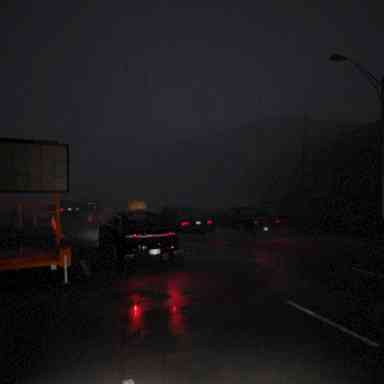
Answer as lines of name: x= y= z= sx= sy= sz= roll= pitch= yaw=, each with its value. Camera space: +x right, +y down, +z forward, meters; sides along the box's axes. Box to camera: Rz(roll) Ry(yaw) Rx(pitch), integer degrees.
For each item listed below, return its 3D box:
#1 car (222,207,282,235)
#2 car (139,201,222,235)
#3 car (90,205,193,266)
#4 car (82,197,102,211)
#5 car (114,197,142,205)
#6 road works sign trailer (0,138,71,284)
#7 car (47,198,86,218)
car: x=2.616 y=1.477 z=18.116 sx=1.895 sy=1.301 sz=4.718 roll=0 pitch=0 yaw=-26
car: x=-0.833 y=1.435 z=17.277 sx=2.033 sy=1.411 sz=5.357 roll=0 pitch=0 yaw=-26
car: x=-2.003 y=1.419 z=11.439 sx=2.128 sy=1.511 sz=4.902 roll=0 pitch=0 yaw=-24
car: x=-10.640 y=1.286 z=33.865 sx=2.128 sy=1.511 sz=4.902 roll=0 pitch=0 yaw=-34
car: x=-6.369 y=1.266 z=33.795 sx=1.882 sy=1.535 sz=5.008 roll=0 pitch=0 yaw=-33
road works sign trailer: x=-4.535 y=0.413 z=8.794 sx=2.380 sy=3.560 sz=2.880 roll=0 pitch=0 yaw=-26
car: x=-10.848 y=1.381 z=27.950 sx=2.033 sy=1.411 sz=5.357 roll=0 pitch=0 yaw=-32
